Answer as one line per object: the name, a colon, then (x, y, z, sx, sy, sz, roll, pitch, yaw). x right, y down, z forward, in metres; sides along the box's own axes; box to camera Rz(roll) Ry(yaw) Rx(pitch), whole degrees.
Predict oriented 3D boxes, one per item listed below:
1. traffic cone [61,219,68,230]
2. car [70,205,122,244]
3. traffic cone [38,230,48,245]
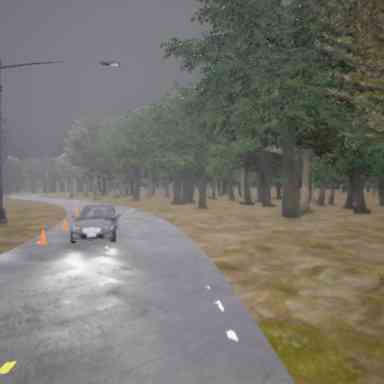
traffic cone: (-7.049, 1.787, 18.456, 0.340, 0.580, 0.340, 0, 1, -12)
car: (-4.268, 1.357, 15.144, 2.128, 1.511, 4.902, 0, 1, -10)
traffic cone: (-6.126, 1.841, 13.687, 0.340, 0.580, 0.340, 0, 1, -9)
